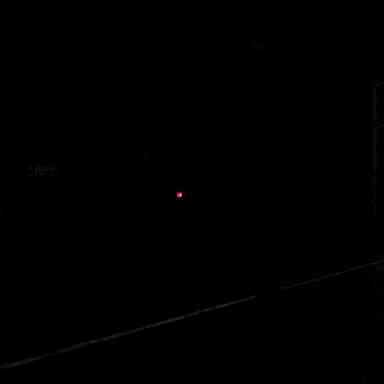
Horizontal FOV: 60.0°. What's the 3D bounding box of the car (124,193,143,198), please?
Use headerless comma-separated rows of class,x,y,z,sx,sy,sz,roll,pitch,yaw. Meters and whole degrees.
car,-8.097,1.208,48.051,2.150,2.045,5.566,0,0,-37
